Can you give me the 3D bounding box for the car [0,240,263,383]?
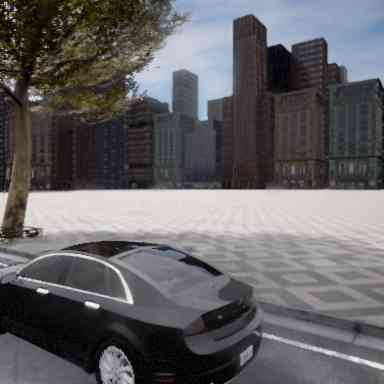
[{"bbox_3d":[-1.389,1.491,4.983,4.892,1.490,1.837,0,0,36],"label":"car"}]
